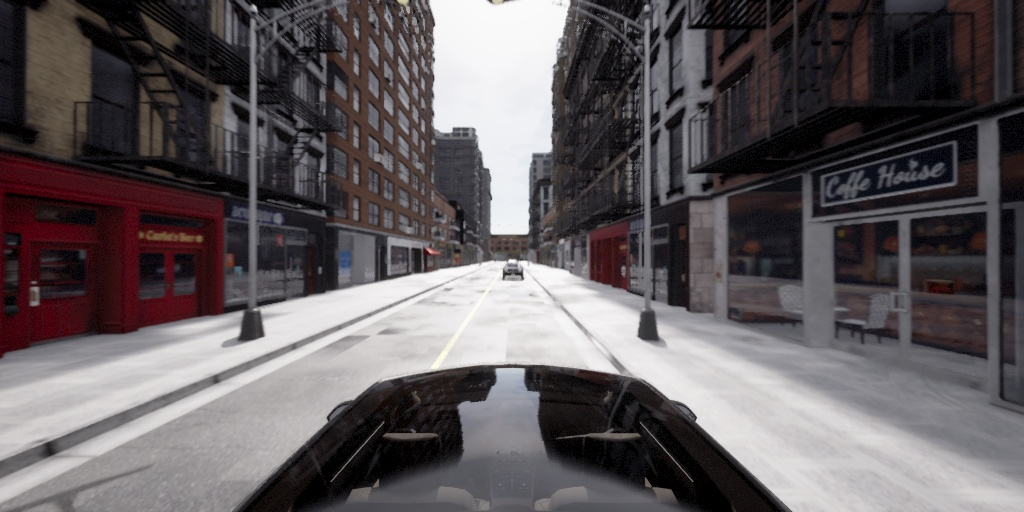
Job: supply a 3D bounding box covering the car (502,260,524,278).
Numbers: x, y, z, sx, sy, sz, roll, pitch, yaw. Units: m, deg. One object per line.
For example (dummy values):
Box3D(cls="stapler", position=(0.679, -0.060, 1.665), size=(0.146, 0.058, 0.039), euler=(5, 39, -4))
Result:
Box3D(cls="car", position=(0.092, 1.304, 32.712), size=(1.895, 1.301, 4.718), euler=(0, 0, 0))
